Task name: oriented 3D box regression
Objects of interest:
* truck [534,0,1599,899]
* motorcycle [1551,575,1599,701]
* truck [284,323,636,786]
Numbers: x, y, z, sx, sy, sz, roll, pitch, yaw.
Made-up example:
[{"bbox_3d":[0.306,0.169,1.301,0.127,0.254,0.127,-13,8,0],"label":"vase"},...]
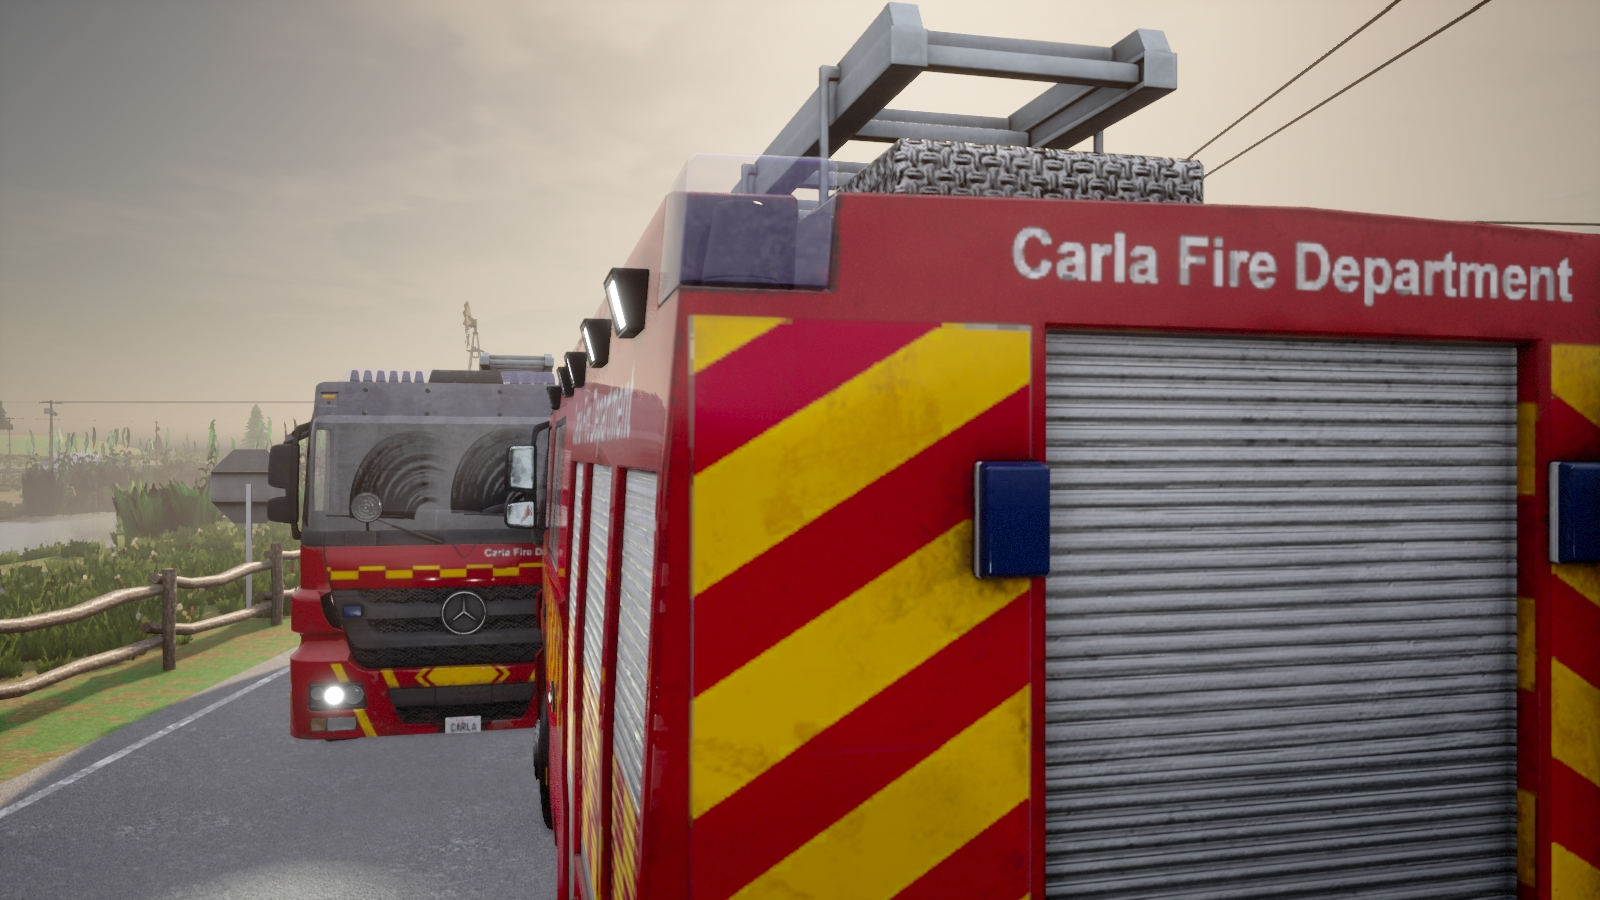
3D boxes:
[{"bbox_3d":[-0.036,0.867,6.874,2.891,3.827,8.468,0,0,-14],"label":"truck"},{"bbox_3d":[9.797,2.142,13.150,1.805,1.316,0.856,0,0,-7],"label":"motorcycle"},{"bbox_3d":[-3.898,0.862,13.916,2.891,3.827,8.468,0,0,-14],"label":"truck"}]
